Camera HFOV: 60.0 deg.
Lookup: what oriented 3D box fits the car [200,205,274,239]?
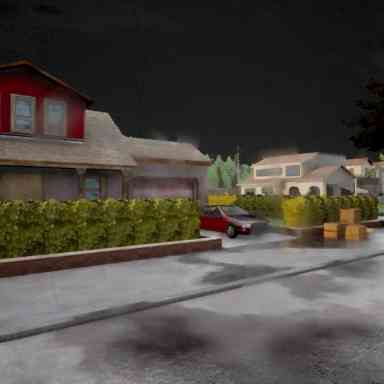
[{"bbox_3d":[1.536,1.356,16.530,2.033,1.415,5.357,0,0,-33],"label":"car"}]
